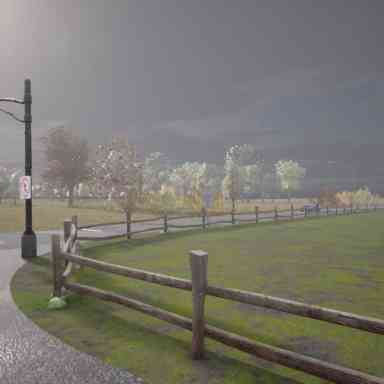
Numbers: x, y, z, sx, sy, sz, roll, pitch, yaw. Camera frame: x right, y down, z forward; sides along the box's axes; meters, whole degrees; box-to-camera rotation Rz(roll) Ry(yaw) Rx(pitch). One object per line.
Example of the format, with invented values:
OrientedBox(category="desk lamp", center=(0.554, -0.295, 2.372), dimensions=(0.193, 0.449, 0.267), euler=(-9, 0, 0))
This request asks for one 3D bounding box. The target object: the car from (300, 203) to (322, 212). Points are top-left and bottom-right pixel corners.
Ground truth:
OrientedBox(category="car", center=(18.970, 2.449, 52.928), dimensions=(2.033, 1.411, 5.357), euler=(-1, -2, 40))
